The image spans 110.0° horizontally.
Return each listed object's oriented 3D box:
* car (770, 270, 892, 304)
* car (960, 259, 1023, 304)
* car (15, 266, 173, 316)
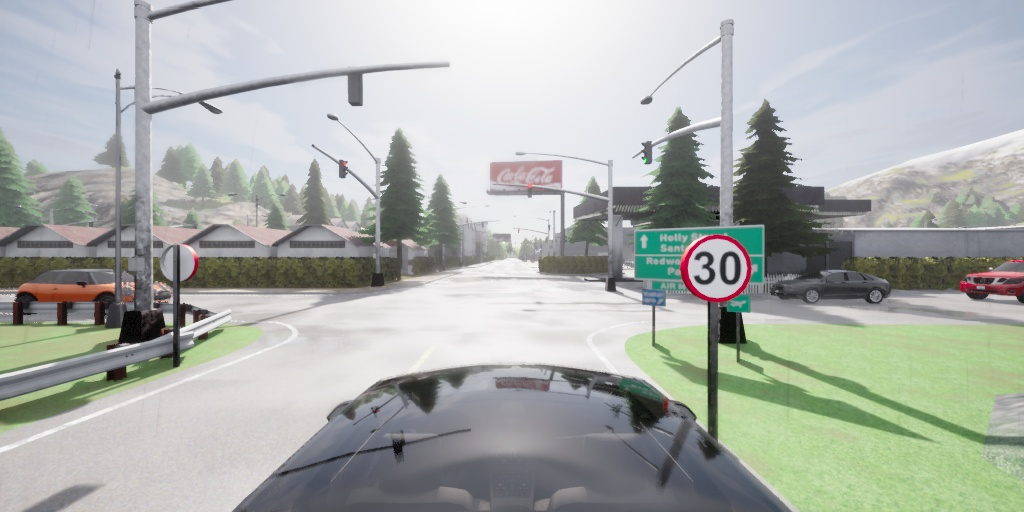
[{"bbox_3d":[15.207,1.446,17.262,4.892,1.490,1.837,0,0,1],"label":"car"},{"bbox_3d":[25.177,1.163,17.127,5.566,2.045,2.150,0,0,0],"label":"car"},{"bbox_3d":[-16.015,1.293,13.984,4.553,1.767,2.097,0,0,1],"label":"car"}]
